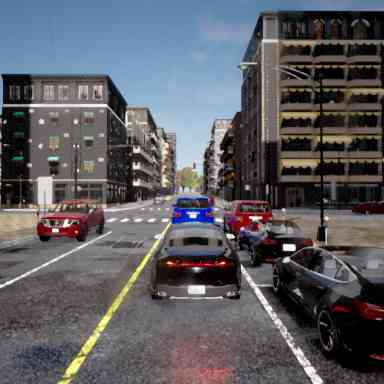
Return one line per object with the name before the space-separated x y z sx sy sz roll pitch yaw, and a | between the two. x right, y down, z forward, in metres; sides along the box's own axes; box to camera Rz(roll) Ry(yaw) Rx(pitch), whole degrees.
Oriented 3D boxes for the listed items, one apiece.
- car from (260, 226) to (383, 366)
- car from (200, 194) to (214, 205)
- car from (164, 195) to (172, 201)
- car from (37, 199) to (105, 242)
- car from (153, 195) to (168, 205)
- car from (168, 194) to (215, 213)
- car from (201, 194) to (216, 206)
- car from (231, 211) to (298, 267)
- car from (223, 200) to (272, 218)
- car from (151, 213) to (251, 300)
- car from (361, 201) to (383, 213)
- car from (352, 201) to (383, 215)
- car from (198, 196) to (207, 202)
car | 2.687 1.568 5.795 1.947 1.339 4.313 1 0 0
car | 2.633 1.340 60.445 2.192 1.841 5.009 1 0 0
car | -5.946 1.562 82.966 1.752 1.417 4.829 1 0 0
car | -5.798 1.321 16.636 2.192 1.841 5.009 1 0 0
car | -5.995 1.576 60.352 2.008 1.369 4.403 1 0 0
car | 0.042 1.228 18.304 2.150 2.045 5.566 0 0 0
car | 2.661 1.338 54.744 2.192 1.841 5.009 1 0 0
car | 2.669 1.570 11.234 1.947 1.339 4.313 1 0 0
car | 2.729 1.321 16.670 2.192 1.841 5.009 1 0 0
car | 0.076 1.508 8.388 1.837 1.490 4.892 0 0 0
car | 22.670 1.742 39.488 4.313 1.339 1.947 0 -1 0
car | 17.183 1.580 31.079 4.206 1.307 1.802 0 -1 0
car | 2.452 1.599 77.529 1.947 1.339 4.313 1 0 0
